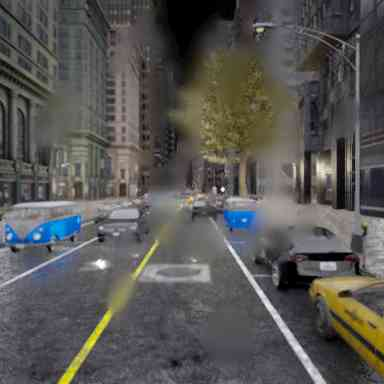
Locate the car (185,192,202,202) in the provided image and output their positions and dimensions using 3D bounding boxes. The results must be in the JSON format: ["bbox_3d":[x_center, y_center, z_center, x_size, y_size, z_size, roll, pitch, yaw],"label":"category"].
[{"bbox_3d":[1.337,1.242,60.143,1.882,1.535,5.008,0,1,36],"label":"car"}]

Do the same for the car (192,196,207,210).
[{"bbox_3d":[0.903,1.336,42.115,1.837,1.490,4.892,0,0,0],"label":"car"}]

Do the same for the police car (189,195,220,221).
[{"bbox_3d":[0.902,1.316,26.225,1.930,1.638,5.238,0,0,0],"label":"police car"}]

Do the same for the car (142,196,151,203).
[{"bbox_3d":[-5.762,1.402,34.912,1.887,1.381,4.507,0,0,0],"label":"car"}]

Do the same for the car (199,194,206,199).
[{"bbox_3d":[2.783,1.222,89.228,1.887,1.381,4.507,0,0,0],"label":"car"}]

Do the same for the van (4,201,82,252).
[{"bbox_3d":[-5.764,1.285,13.258,1.690,1.788,3.998,0,0,0],"label":"van"}]

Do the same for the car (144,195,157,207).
[{"bbox_3d":[-5.762,1.404,40.325,1.947,1.339,4.313,0,0,0],"label":"car"}]

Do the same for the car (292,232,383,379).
[{"bbox_3d":[2.761,1.508,3.702,1.752,1.417,4.829,0,0,0],"label":"car"}]

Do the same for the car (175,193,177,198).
[{"bbox_3d":[-5.772,1.223,89.247,1.887,1.381,4.507,0,0,0],"label":"car"}]

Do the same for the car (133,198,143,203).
[{"bbox_3d":[-5.762,1.461,29.498,1.802,1.307,4.206,0,0,0],"label":"car"}]

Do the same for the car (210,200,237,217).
[{"bbox_3d":[2.762,1.426,29.977,2.008,1.369,4.403,0,0,0],"label":"car"}]

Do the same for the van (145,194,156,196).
[{"bbox_3d":[-5.762,1.159,45.737,1.690,1.788,3.998,0,0,0],"label":"van"}]

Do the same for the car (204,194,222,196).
[{"bbox_3d":[2.762,1.170,35.265,2.192,1.841,5.009,0,0,0],"label":"car"}]

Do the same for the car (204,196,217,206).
[{"bbox_3d":[2.770,1.323,51.305,1.752,1.417,4.829,0,0,0],"label":"car"}]

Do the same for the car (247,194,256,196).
[{"bbox_3d":[10.967,1.041,62.902,4.902,1.511,2.128,-1,0,0],"label":"car"}]

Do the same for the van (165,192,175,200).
[{"bbox_3d":[-5.774,1.035,83.721,1.690,1.788,3.998,0,0,0],"label":"van"}]

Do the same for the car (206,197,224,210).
[{"bbox_3d":[2.763,1.380,40.555,1.887,1.381,4.507,0,0,0],"label":"car"}]

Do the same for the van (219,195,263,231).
[{"bbox_3d":[2.761,1.259,19.398,1.690,1.788,3.998,0,0,0],"label":"van"}]

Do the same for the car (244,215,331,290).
[{"bbox_3d":[2.761,1.527,8.822,1.947,1.339,4.313,0,0,0],"label":"car"}]

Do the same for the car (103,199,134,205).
[{"bbox_3d":[-5.763,1.451,24.085,2.008,1.369,4.403,0,0,0],"label":"car"}]

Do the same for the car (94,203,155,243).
[{"bbox_3d":[-3.099,1.458,15.900,1.812,1.442,4.674,0,0,0],"label":"car"}]
